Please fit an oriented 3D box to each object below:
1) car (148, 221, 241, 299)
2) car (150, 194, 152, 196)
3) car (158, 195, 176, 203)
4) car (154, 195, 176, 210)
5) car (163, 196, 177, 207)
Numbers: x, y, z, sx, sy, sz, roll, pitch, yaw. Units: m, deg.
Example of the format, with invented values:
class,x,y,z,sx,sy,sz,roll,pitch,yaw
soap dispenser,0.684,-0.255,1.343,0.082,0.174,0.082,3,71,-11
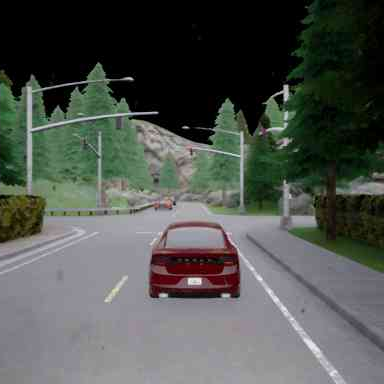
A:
class,x,y,z,sx,sy,sz,roll,pitch,yaw
car,0.068,1.478,8.538,1.882,1.535,5.008,0,0,0
car,-11.003,1.355,79.677,4.553,1.767,2.097,0,0,24
car,-5.208,1.477,68.918,1.882,1.535,5.008,0,0,-26
car,-3.589,1.352,42.640,2.097,1.767,4.553,0,0,0
car,-3.574,1.478,54.087,1.882,1.535,5.008,0,0,0
